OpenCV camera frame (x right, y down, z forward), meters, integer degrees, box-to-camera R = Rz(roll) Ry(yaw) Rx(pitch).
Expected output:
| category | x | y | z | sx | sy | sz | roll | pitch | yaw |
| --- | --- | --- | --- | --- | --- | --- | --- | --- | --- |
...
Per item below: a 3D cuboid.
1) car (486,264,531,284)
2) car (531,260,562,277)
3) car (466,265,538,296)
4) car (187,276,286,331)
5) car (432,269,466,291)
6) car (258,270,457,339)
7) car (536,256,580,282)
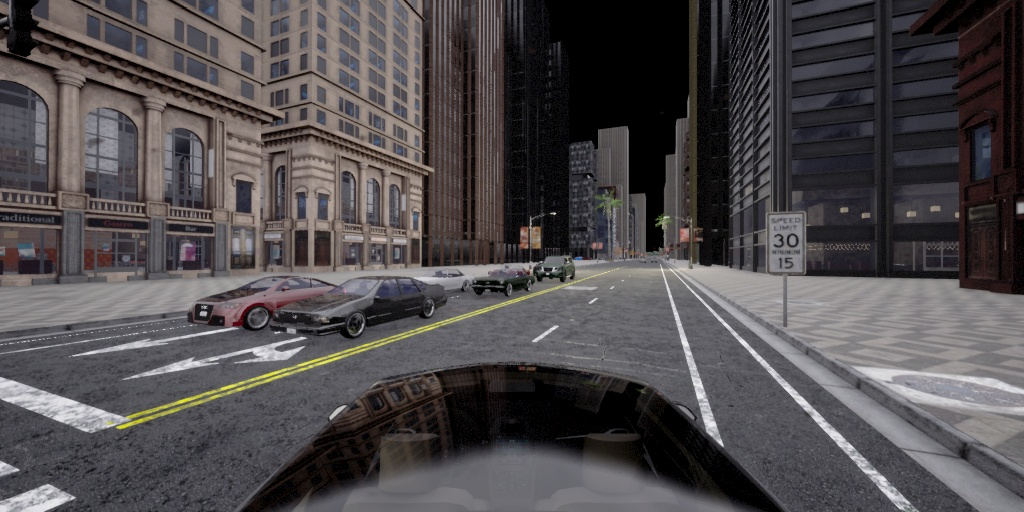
| category | x | y | z | sx | sy | sz | roll | pitch | yaw |
| --- | --- | --- | --- | --- | --- | --- | --- | --- | --- |
| car | -0.177 | 1.364 | 28.469 | 1.895 | 1.301 | 4.718 | 0 | 0 | 22 |
| car | 3.708 | 1.250 | 37.907 | 1.882 | 1.535 | 5.008 | 0 | 0 | 23 |
| car | -0.352 | 1.357 | 19.423 | 1.895 | 1.301 | 4.718 | 0 | 0 | 22 |
| car | -7.236 | 1.316 | 11.128 | 1.994 | 1.385 | 4.181 | 0 | 0 | 22 |
| car | -3.936 | 1.356 | 19.244 | 1.895 | 1.301 | 4.718 | 0 | 0 | 22 |
| car | -3.969 | 1.299 | 10.542 | 2.033 | 1.411 | 5.357 | 0 | 0 | 22 |
| car | 3.686 | 0.986 | 29.328 | 2.150 | 2.045 | 5.566 | 0 | 0 | 22 |
